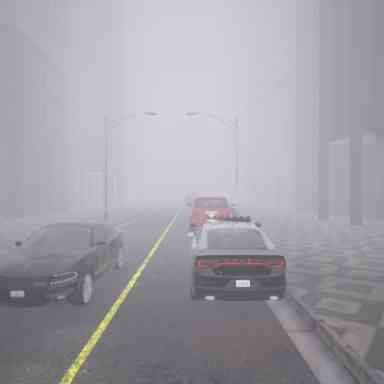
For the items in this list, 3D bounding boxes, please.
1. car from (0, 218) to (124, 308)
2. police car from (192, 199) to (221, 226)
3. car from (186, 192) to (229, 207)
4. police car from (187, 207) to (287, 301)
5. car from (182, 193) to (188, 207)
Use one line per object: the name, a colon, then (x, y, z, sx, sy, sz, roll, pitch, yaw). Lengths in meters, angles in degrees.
car: (-2.987, 1.474, 8.192, 1.882, 1.535, 5.008, 0, 0, 0)
police car: (0.944, 1.396, 24.500, 1.930, 1.638, 5.238, 0, 0, 0)
car: (0.932, 1.208, 18.420, 2.150, 2.045, 5.566, 0, 0, 0)
police car: (0.914, 1.422, 8.501, 1.930, 1.638, 5.238, 0, 0, 0)
car: (0.122, 1.131, 48.271, 2.150, 2.045, 5.566, 0, 0, 1)
